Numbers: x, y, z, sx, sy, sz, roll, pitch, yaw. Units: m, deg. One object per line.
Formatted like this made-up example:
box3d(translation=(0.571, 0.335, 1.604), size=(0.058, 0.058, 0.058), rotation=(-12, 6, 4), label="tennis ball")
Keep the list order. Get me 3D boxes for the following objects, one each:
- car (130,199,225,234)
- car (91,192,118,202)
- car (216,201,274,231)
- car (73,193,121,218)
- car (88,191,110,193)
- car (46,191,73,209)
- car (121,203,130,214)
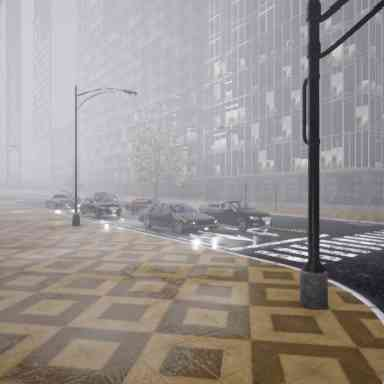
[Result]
box3d(translation=(-0.953, 1.292, 17.700), size=(2.033, 1.411, 5.357), rotation=(0, 1, -38), label="car")
box3d(translation=(-13.032, 0.688, 49.275), size=(2.033, 1.411, 5.357), rotation=(0, 1, -38), label="car")
box3d(translation=(2.330, 1.254, 18.784), size=(2.128, 1.511, 4.902), rotation=(0, 1, -38), label="car")
box3d(translation=(-7.027, 1.056, 25.442), size=(2.128, 1.511, 4.902), rotation=(0, 1, -38), label="car")
box3d(translation=(-9.359, 0.767, 33.701), size=(2.097, 1.767, 4.553), rotation=(0, 1, -38), label="car")
box3d(translation=(-13.359, 0.902, 33.546), size=(1.812, 1.442, 4.674), rotation=(0, 1, -38), label="car")
box3d(translation=(-3.394, 1.193, 26.076), size=(1.895, 1.301, 4.718), rotation=(0, 1, -38), label="car")
